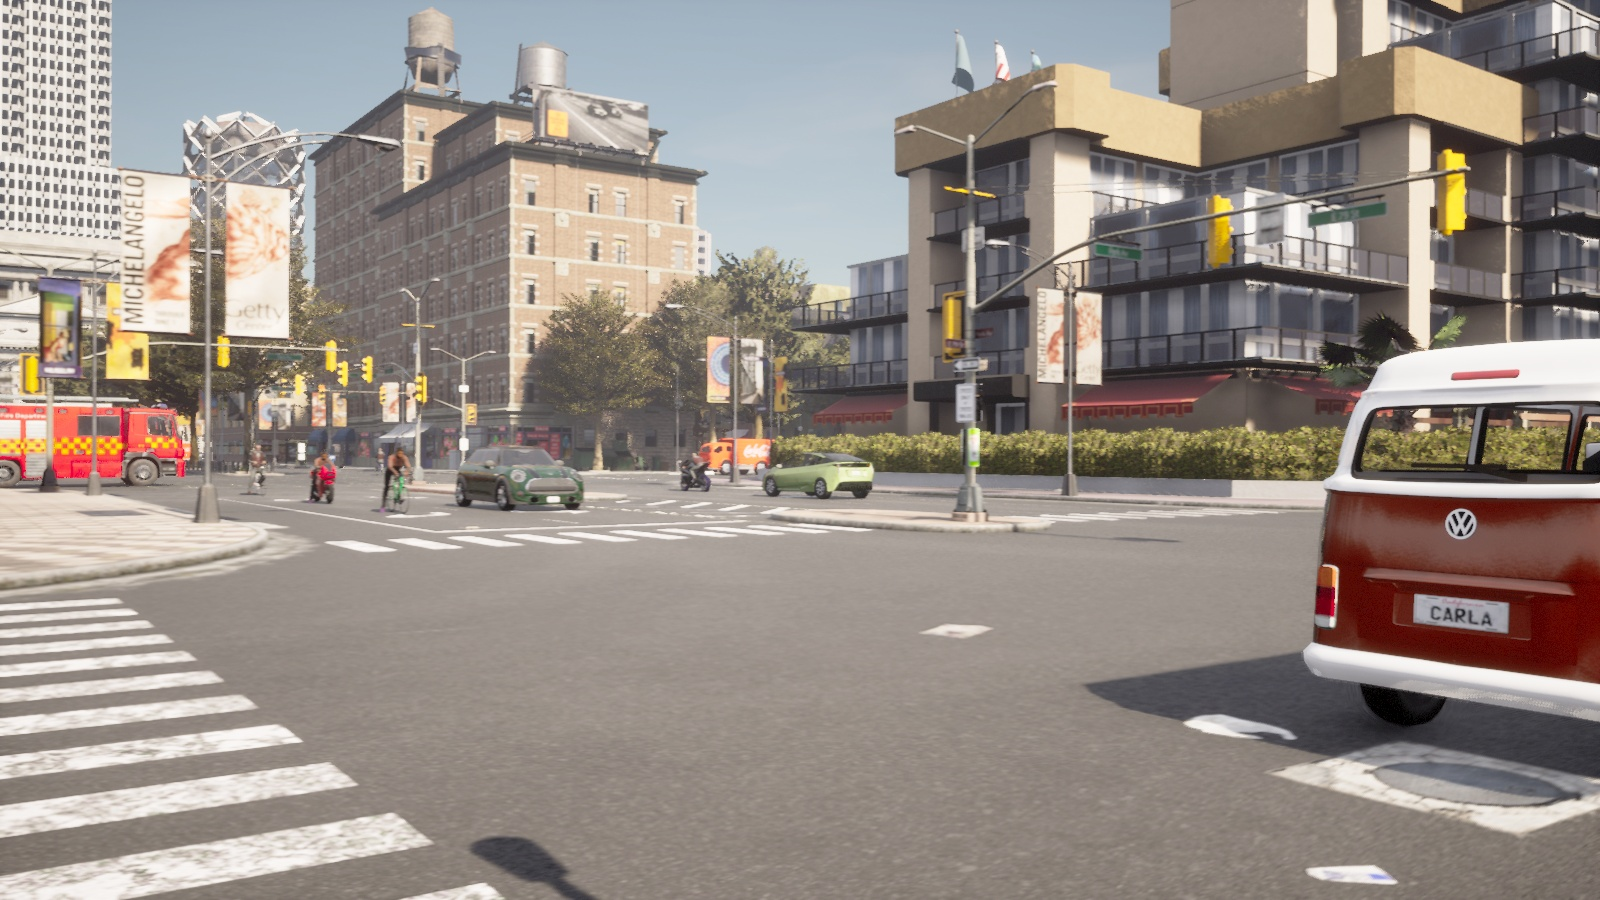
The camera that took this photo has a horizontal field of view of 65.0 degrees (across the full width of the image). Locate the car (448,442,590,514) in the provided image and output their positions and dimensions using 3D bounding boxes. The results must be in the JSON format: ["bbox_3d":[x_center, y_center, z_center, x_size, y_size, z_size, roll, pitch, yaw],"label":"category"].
[{"bbox_3d":[-7.560,0.702,33.483,2.097,1.767,4.553,0,0,-35],"label":"car"}]

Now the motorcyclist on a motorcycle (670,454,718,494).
[{"bbox_3d":[-4.104,0.909,48.495,0.866,1.530,2.191,0,0,-35],"label":"motorcyclist on a motorcycle"}]

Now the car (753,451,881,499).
[{"bbox_3d":[0.514,0.795,41.978,2.007,1.525,4.514,0,0,-35],"label":"car"}]

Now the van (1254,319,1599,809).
[{"bbox_3d":[4.811,0.476,7.008,4.480,2.038,2.069,0,0,-35],"label":"van"}]

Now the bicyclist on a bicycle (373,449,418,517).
[{"bbox_3d":[-9.927,0.795,30.768,0.582,1.620,1.656,0,0,-35],"label":"bicyclist on a bicycle"}]

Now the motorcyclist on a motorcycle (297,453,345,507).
[{"bbox_3d":[-13.875,0.846,36.340,0.797,1.523,2.044,0,0,-35],"label":"motorcyclist on a motorcycle"}]

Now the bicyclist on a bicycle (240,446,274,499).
[{"bbox_3d":[-18.490,0.760,42.749,0.659,1.776,1.843,0,0,-37],"label":"bicyclist on a bicycle"}]

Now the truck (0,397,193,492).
[{"bbox_3d":[-30.577,-0.225,53.118,8.468,3.827,2.891,0,0,-36],"label":"truck"}]

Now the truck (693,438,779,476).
[{"bbox_3d":[-4.332,0.478,84.856,5.204,2.467,2.627,0,0,-36],"label":"truck"}]
